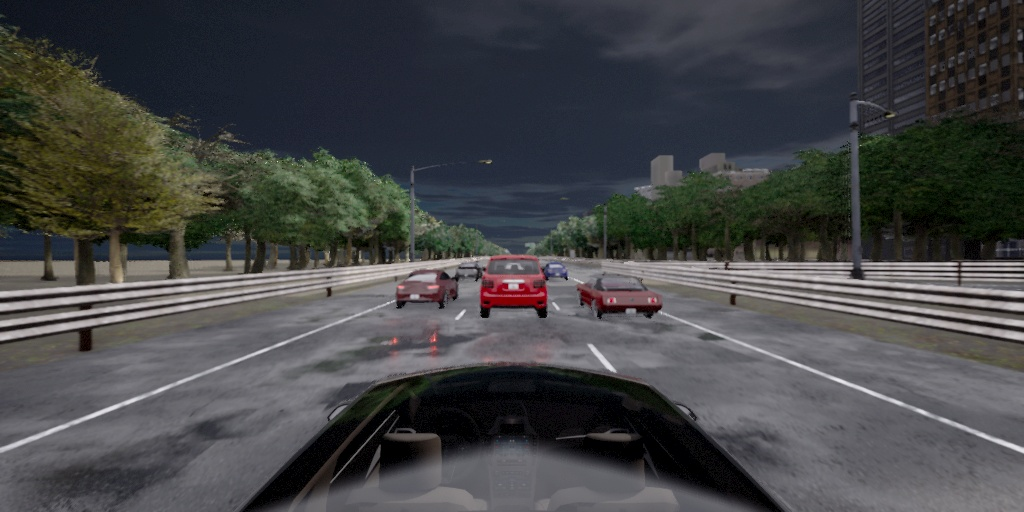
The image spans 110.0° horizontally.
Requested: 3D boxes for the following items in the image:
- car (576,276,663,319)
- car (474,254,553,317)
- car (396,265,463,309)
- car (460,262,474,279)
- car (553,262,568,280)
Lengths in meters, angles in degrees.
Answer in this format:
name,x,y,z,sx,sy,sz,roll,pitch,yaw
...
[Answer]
name,x,y,z,sx,sy,sz,roll,pitch,yaw
car,3.568,1.357,12.897,1.895,1.301,4.718,0,0,0
car,0.069,0.980,13.309,2.150,2.045,5.566,0,0,1
car,-3.420,1.282,14.976,1.812,1.442,4.674,0,0,0
car,-3.419,1.230,29.326,2.128,1.511,4.902,0,0,0
car,3.587,1.259,30.343,1.812,1.442,4.674,0,0,0
